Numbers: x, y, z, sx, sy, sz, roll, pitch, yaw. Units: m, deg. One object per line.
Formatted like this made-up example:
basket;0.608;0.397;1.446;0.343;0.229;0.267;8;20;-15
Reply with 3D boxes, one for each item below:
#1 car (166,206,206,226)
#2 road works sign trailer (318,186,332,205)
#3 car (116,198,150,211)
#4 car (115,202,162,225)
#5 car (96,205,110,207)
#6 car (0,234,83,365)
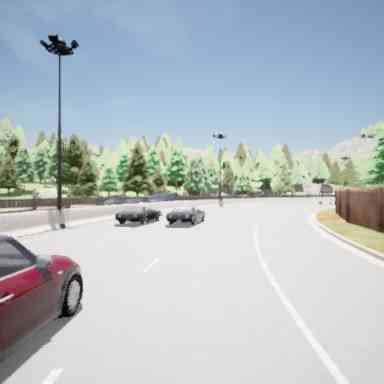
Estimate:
car;-0.314;1.670;24.364;1.895;1.301;4.718;0;0;14
road works sign trailer;25.847;0.657;63.896;2.880;3.560;2.380;0;0;-42
car;-7.916;1.616;44.971;2.128;1.511;4.902;0;0;24
car;-3.816;1.670;24.712;1.895;1.301;4.718;0;0;14
car;-11.077;1.676;46.640;2.033;1.411;5.357;0;0;24
car;-3.235;1.364;4.668;2.097;1.767;4.553;0;0;3
